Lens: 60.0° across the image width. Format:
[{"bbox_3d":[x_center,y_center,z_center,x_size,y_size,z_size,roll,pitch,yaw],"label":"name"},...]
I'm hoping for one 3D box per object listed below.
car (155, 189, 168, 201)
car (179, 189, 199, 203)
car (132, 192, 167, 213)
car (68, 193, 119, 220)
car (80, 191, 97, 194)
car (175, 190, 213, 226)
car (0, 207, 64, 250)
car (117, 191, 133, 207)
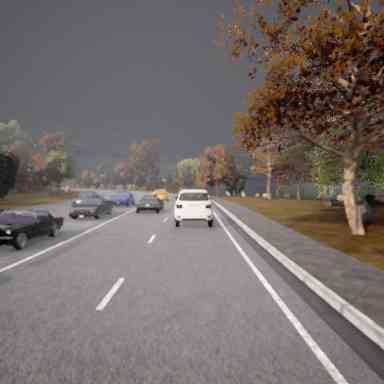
[{"bbox_3d":[-4.213,0.374,44.290,1.882,1.535,5.008,0,2,-6],"label":"car"},{"bbox_3d":[-0.467,0.469,42.096,2.128,1.511,4.902,0,2,-5],"label":"car"},{"bbox_3d":[-3.482,0.951,28.173,1.994,1.385,4.181,0,2,0],"label":"car"},{"bbox_3d":[-6.994,1.072,23.711,2.033,1.411,5.357,0,2,0],"label":"car"},{"bbox_3d":[-10.545,0.707,33.638,2.128,1.511,4.902,0,2,0],"label":"car"},{"bbox_3d":[0.110,0.850,20.336,2.150,2.045,5.566,0,2,0],"label":"car"},{"bbox_3d":[-7.034,1.420,13.635,1.895,1.301,4.718,0,1,1],"label":"car"},{"bbox_3d":[-7.048,0.679,34.150,1.882,1.535,5.008,0,2,-1],"label":"car"}]
